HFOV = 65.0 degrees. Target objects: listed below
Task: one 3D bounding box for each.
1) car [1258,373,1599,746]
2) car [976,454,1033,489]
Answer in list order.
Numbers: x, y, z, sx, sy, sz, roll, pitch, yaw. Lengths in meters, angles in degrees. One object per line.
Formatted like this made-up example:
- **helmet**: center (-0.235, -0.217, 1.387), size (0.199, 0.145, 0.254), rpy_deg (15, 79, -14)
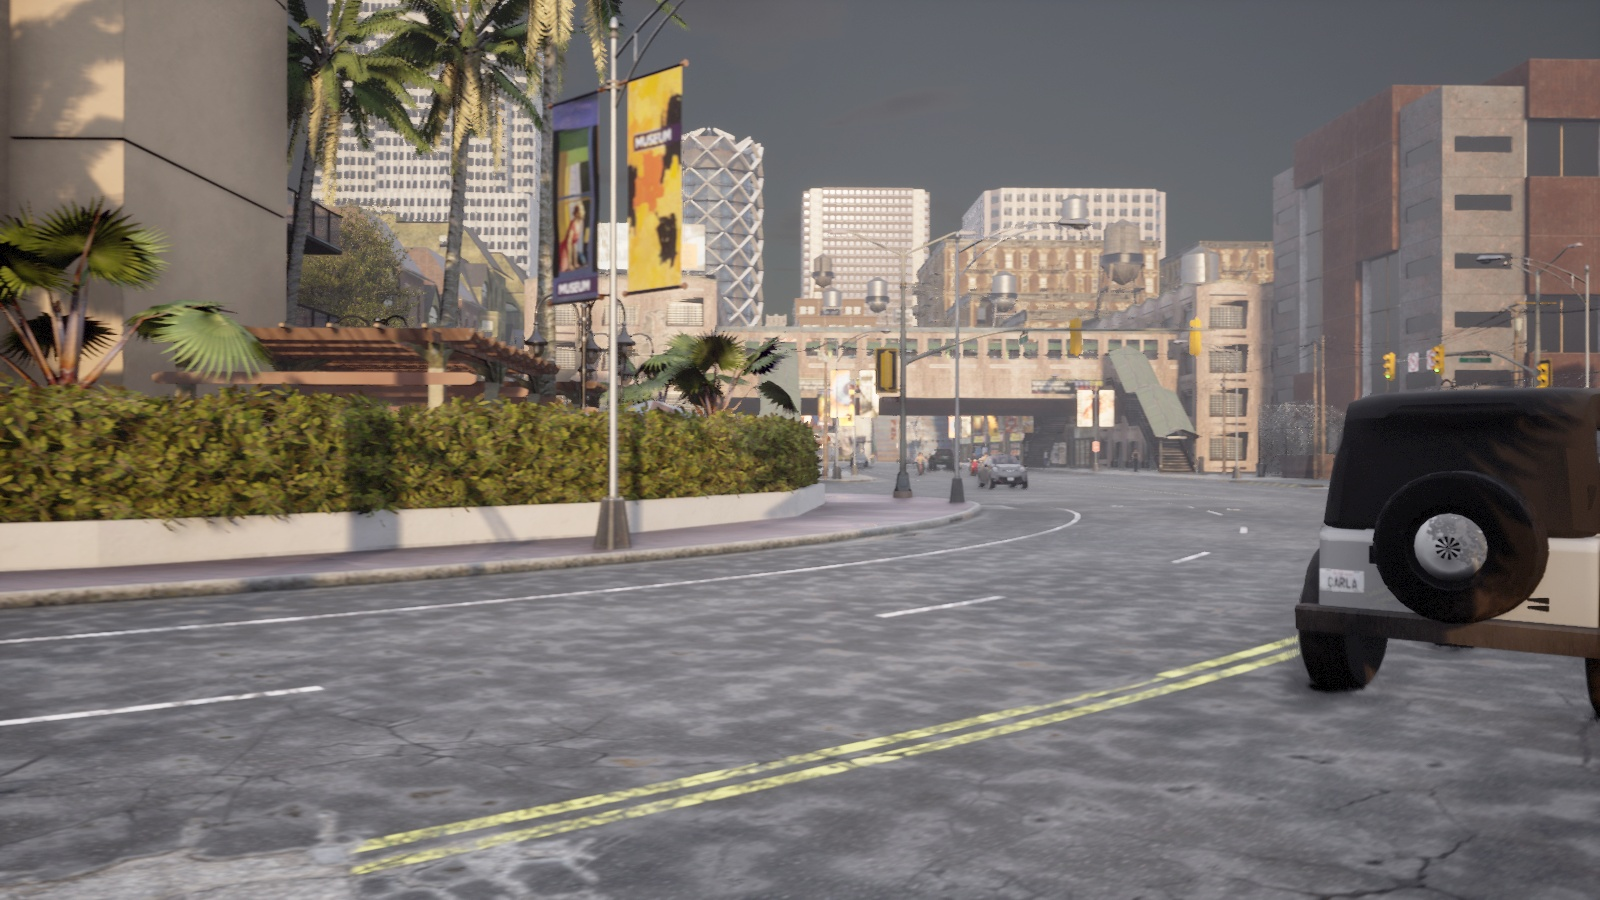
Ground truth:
- **car**: center (4.772, 0.555, 8.282), size (1.905, 1.878, 3.866), rpy_deg (0, 0, 44)
- **car**: center (8.909, 0.911, 54.888), size (1.845, 1.501, 3.633), rpy_deg (0, 0, -1)
